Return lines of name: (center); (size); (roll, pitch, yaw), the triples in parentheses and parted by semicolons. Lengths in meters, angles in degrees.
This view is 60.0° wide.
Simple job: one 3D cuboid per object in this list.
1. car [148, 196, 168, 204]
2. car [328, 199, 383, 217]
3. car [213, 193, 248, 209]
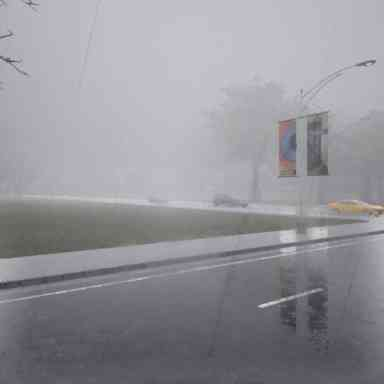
car: (-6.283, 1.404, 61.335); (1.882, 1.535, 5.008); (0, 0, -36)
car: (15.378, 1.492, 31.361); (1.882, 1.535, 5.008); (0, 0, -34)
car: (5.178, 1.175, 45.485); (2.150, 2.045, 5.566); (0, 0, -36)
